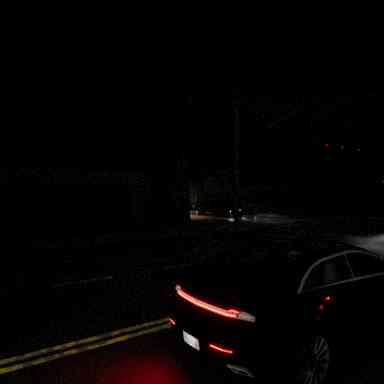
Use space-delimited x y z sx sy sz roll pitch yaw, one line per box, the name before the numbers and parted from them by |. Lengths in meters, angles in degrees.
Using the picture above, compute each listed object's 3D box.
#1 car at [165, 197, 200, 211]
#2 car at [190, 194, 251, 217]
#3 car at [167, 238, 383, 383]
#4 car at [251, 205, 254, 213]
car | -1.274 1.490 42.241 2.128 1.511 4.902 0 0 -37
car | 2.546 1.220 31.277 2.150 2.045 5.566 0 0 -36
car | 1.964 1.491 5.231 4.902 1.511 2.128 0 0 -35
car | 4.264 1.476 34.820 1.882 1.535 5.008 0 0 -37
